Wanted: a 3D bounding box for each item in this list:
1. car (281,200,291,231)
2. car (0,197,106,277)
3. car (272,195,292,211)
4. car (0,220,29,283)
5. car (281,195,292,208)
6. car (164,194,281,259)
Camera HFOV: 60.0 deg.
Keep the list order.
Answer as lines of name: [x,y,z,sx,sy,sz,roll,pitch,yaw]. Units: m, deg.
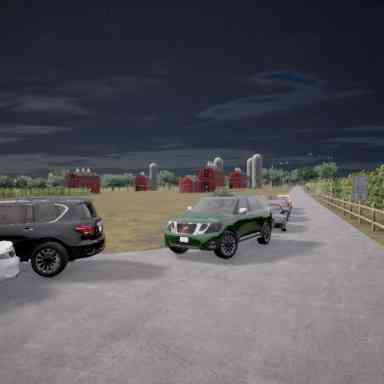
car: [4.401,1.380,19.005,1.994,1.385,4.181,0,0,17]
car: [-5.372,1.227,9.601,5.566,2.045,2.150,-1,1,-4]
car: [9.976,1.110,36.492,1.882,1.535,5.008,0,0,18]
car: [-6.103,1.612,6.677,4.674,1.442,1.812,-2,2,-38]
car: [6.248,1.235,24.741,1.882,1.535,5.008,0,0,18]
car: [1.289,1.108,12.679,2.150,2.045,5.566,0,0,34]
